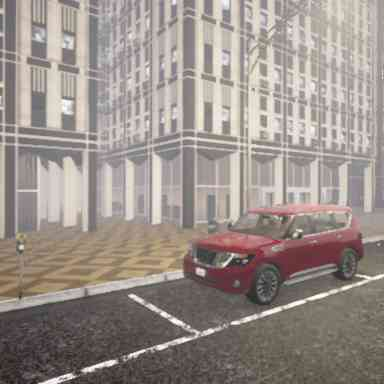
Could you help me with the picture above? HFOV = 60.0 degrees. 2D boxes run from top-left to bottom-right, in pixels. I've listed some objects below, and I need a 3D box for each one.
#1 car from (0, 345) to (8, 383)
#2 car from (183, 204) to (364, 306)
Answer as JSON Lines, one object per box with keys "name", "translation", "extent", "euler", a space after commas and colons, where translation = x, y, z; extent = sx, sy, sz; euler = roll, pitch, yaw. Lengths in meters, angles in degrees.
{"name": "car", "translation": [-3.299, 1.519, 1.020], "extent": [4.892, 1.490, 1.837], "euler": [0, 0, -36]}
{"name": "car", "translation": [2.219, 1.271, 8.147], "extent": [5.009, 1.841, 2.192], "euler": [0, 1, -36]}
